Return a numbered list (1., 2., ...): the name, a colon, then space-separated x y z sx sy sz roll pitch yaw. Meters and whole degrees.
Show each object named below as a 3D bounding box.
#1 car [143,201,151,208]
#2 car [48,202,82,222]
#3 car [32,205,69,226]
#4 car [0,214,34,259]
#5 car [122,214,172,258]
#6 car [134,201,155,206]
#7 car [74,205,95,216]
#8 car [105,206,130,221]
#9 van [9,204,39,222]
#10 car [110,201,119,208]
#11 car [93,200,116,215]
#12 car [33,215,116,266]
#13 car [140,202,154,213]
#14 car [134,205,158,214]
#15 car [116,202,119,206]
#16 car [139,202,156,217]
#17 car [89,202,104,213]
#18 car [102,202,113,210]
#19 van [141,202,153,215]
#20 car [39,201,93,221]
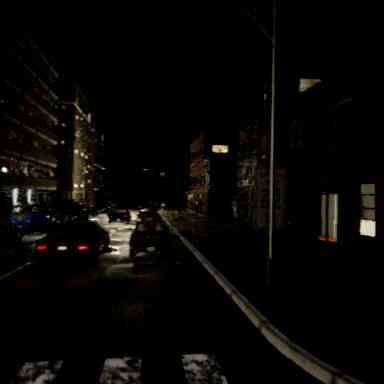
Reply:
1. car: -12.936 3.424 94.575 2.192 1.841 5.009 0 -1 -8
2. car: -13.058 1.977 34.527 2.192 1.841 5.009 0 -1 -8
3. car: -12.317 1.983 29.169 1.967 1.590 4.097 0 -1 -8
4. car: -7.137 1.661 10.722 2.128 1.511 4.902 1 -1 -8
5. car: -1.793 1.881 14.240 2.008 1.369 4.403 0 -1 -8
6. car: -4.757 2.122 35.664 2.192 1.841 5.009 0 -1 -8
7. car: -14.538 2.451 45.232 2.008 1.369 4.403 0 -1 -8
8. car: -7.068 2.307 32.836 1.895 1.301 4.718 1 -1 -8
9. van: -11.577 1.765 23.817 1.690 1.788 3.998 0 -1 -8
10. car: -20.431 3.282 87.858 1.967 1.590 4.097 0 -1 -8
11. car: -11.433 2.102 42.419 2.150 2.045 5.566 1 -2 -7
12. car: -4.255 1.801 12.499 2.033 1.411 5.357 1 -1 -8
13. car: -7.719 2.598 57.084 2.192 1.841 5.009 0 -1 -8
14. car: -3.275 2.009 24.951 1.967 1.590 4.097 0 -1 -8
15. car: -19.644 3.242 82.161 1.752 1.417 4.829 0 -1 -8
16. car: -6.238 2.361 46.374 2.192 1.841 5.009 0 -1 -8
17. car: -16.019 2.578 55.943 1.967 1.590 4.097 0 -1 -8
18. car: -18.240 2.933 72.009 1.967 1.590 4.097 0 -1 -8
19. van: -6.978 2.506 51.728 1.690 1.788 3.998 0 -1 -8
20. car: -9.020 1.697 24.390 2.150 2.045 5.566 1 -2 -8
